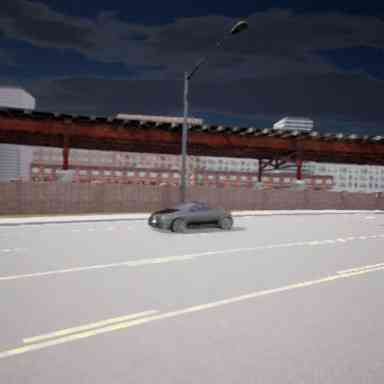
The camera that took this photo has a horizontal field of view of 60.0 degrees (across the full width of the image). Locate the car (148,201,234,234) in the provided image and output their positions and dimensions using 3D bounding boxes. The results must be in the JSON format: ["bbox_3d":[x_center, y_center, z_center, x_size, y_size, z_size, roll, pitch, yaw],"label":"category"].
[{"bbox_3d":[0.003,1.164,16.268,4.181,1.385,1.994,0,1,-30],"label":"car"}]
